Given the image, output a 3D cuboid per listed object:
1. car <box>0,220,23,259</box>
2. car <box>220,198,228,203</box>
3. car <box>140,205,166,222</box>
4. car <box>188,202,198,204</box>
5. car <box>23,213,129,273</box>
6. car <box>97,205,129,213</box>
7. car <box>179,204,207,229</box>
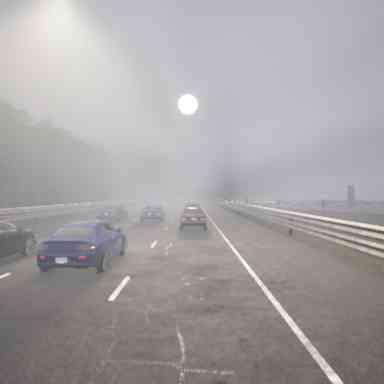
[{"bbox_3d":[-6.901,1.607,10.857,2.128,1.511,4.902,0,-1,0],"label":"car"},{"bbox_3d":[8.213,2.259,84.159,1.994,1.385,4.181,0,-1,-11],"label":"car"},{"bbox_3d":[-3.413,1.853,29.365,2.033,1.411,5.357,0,-1,0],"label":"car"},{"bbox_3d":[0.084,1.985,42.080,1.994,1.385,4.181,0,-1,0],"label":"car"},{"bbox_3d":[-3.417,1.643,10.988,1.812,1.442,4.674,0,-1,0],"label":"car"},{"bbox_3d":[-6.912,1.853,29.327,2.033,1.411,5.357,0,-1,0],"label":"car"},{"bbox_3d":[0.094,1.795,23.466,2.033,1.411,5.357,0,-1,0],"label":"car"}]
